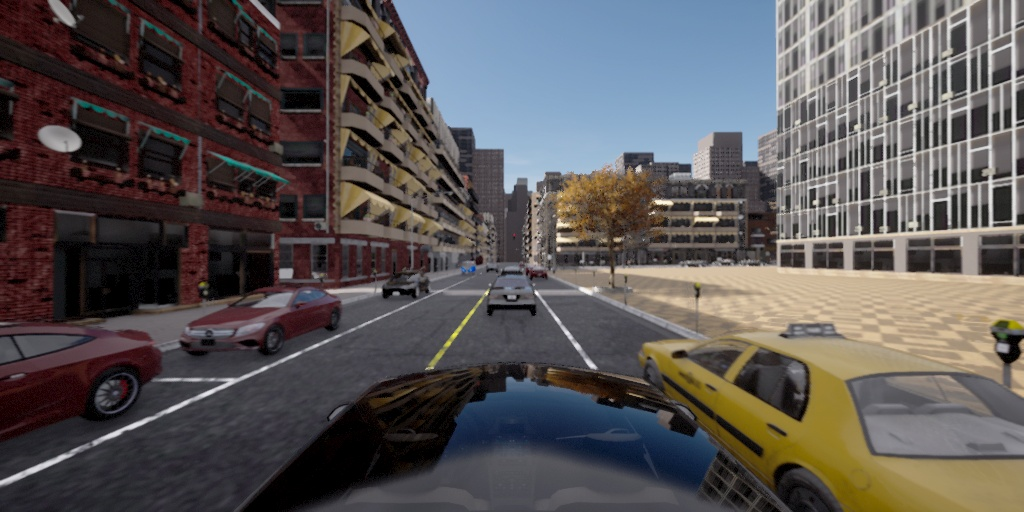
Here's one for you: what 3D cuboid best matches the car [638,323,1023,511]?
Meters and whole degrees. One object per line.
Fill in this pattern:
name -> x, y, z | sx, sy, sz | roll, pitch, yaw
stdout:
car -> 2.686, 1.292, 3.462 | 1.751, 1.417, 4.829 | 0, 0, 0

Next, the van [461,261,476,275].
van -> -5.731, 1.591, 47.495 | 1.690, 1.789, 3.998 | 0, 0, 0

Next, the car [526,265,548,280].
car -> 2.659, 1.670, 36.451 | 1.888, 1.381, 4.507 | 0, 0, 0

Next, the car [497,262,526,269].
car -> -0.002, 1.543, 31.072 | 1.882, 1.535, 5.008 | 0, 0, 0

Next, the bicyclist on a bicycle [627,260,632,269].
bicyclist on a bicycle -> 20.194, 1.434, 61.850 | 0.582, 1.620, 1.656 | -1, 0, -1

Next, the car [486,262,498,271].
car -> -3.062, 1.859, 56.368 | 1.837, 1.490, 4.892 | 0, -1, 0

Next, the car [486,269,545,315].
car -> -0.004, 1.431, 14.342 | 2.033, 1.411, 5.357 | 0, -1, 0

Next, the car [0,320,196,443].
car -> -5.694, 1.349, 3.286 | 1.802, 1.307, 4.207 | 0, 0, 0

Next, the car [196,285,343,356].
car -> -5.699, 1.407, 8.812 | 1.802, 1.307, 4.207 | 0, 0, 0

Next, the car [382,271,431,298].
car -> -5.708, 1.508, 19.864 | 1.948, 1.339, 4.313 | 0, 0, 0
